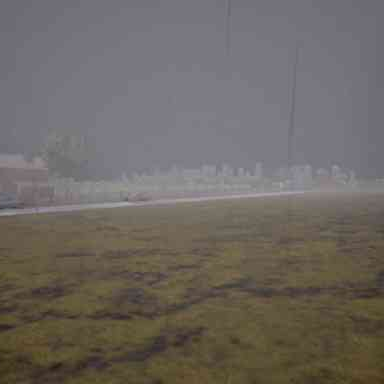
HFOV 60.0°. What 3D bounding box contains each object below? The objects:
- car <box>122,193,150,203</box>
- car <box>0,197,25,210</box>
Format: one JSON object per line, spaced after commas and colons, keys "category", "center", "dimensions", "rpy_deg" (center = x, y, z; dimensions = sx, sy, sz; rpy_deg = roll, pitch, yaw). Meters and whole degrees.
{"category": "car", "center": [-7.983, 0.814, 47.771], "dimensions": [1.994, 1.385, 4.181], "rpy_deg": [1, 2, 36]}
{"category": "car", "center": [-18.785, 1.189, 32.773], "dimensions": [1.994, 1.385, 4.181], "rpy_deg": [1, 2, 36]}
